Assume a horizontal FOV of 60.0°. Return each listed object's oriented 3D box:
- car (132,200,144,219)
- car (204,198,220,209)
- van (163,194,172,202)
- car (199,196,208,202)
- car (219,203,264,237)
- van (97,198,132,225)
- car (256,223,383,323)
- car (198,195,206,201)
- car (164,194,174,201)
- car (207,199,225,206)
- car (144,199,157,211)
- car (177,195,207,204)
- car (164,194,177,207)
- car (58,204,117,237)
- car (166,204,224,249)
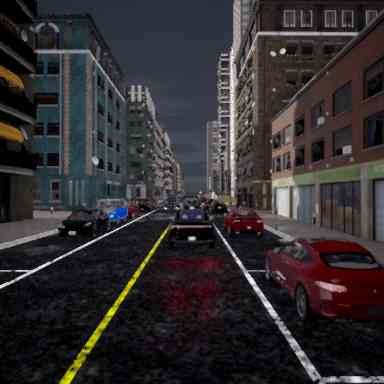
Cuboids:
[{"bbox_3d":[-5.683,1.552,29.028,1.887,1.381,4.507,0,0,0],"label":"car"},{"bbox_3d":[2.698,1.582,45.586,1.947,1.339,4.313,0,0,0],"label":"car"},{"bbox_3d":[-5.682,1.388,77.993,1.690,1.788,3.998,0,0,0],"label":"van"},{"bbox_3d":[2.697,1.629,77.992,1.802,1.307,4.206,0,0,0],"label":"car"},{"bbox_3d":[2.698,1.547,17.969,1.887,1.381,4.507,0,0,0],"label":"car"},{"bbox_3d":[-5.681,1.345,23.505,1.690,1.788,3.998,0,0,0],"label":"van"},{"bbox_3d":[2.698,1.580,6.922,1.802,1.307,4.206,0,0,0],"label":"car"},{"bbox_3d":[2.698,1.500,89.048,1.967,1.590,4.097,0,0,0],"label":"car"},{"bbox_3d":[-5.682,1.369,83.521,2.192,1.841,5.009,0,0,0],"label":"car"},{"bbox_3d":[2.698,1.576,34.539,1.947,1.339,4.313,0,0,0],"label":"car"},{"bbox_3d":[-5.683,1.579,40.075,1.947,1.339,4.313,0,0,0],"label":"car"},{"bbox_3d":[0.000,1.374,29.621,2.097,1.767,4.553,0,0,0],"label":"car"},{"bbox_3d":[-3.000,1.425,50.682,2.097,1.767,4.553,0,0,0],"label":"car"},{"bbox_3d":[-5.683,1.568,17.981,1.947,1.339,4.313,0,0,0],"label":"car"},{"bbox_3d":[0.000,1.497,14.650,2.128,1.511,4.902,0,0,0],"label":"car"}]
